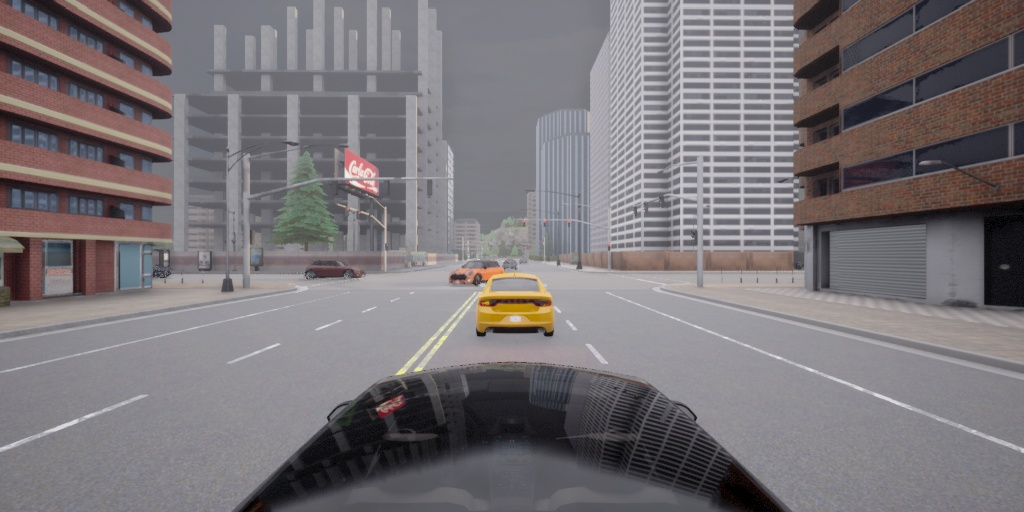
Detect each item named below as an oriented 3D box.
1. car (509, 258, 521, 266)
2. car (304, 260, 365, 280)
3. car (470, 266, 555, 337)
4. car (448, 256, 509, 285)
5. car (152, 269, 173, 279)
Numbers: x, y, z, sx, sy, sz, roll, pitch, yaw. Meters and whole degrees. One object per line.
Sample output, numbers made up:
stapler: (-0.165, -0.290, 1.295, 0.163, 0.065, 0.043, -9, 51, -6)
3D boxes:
car: (-0.221, 1.239, 48.625, 2.128, 1.511, 4.902, 0, 0, 1)
car: (-14.988, 1.100, 30.521, 4.553, 1.767, 2.097, 0, 0, -4)
car: (0.061, 1.227, 10.345, 1.882, 1.535, 5.008, 0, 0, 0)
car: (-2.432, 1.101, 25.041, 2.097, 1.767, 4.553, 0, 0, 29)
car: (-31.555, 1.349, 30.098, 4.718, 1.301, 1.895, 0, 0, -1)
